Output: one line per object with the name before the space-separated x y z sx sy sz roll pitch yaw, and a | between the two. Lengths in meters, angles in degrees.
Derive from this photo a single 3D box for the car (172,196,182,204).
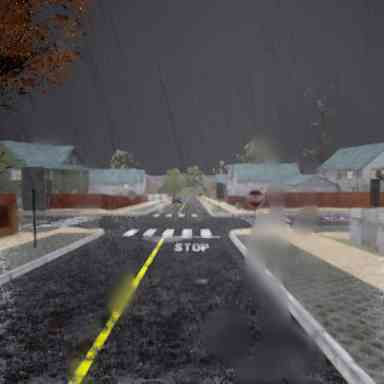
car | -2.763 1.493 62.015 2.033 1.411 5.357 0 0 0
